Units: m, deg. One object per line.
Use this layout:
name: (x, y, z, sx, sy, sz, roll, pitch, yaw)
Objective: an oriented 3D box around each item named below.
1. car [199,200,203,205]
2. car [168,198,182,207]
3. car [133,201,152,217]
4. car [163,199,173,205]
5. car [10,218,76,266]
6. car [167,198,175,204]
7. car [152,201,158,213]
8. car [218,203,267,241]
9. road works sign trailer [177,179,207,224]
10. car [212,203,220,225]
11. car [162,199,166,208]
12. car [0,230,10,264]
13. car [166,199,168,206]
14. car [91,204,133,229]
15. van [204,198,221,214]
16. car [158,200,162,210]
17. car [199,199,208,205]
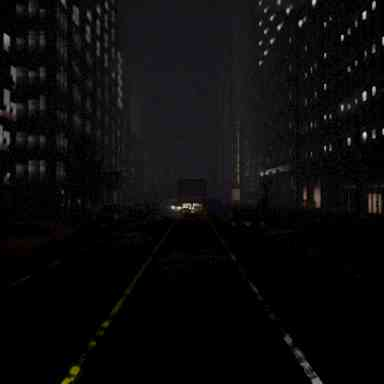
car: (2.680, 1.814, 51.933, 2.192, 1.841, 5.009, -1, -1, 0)
car: (-3.016, 2.190, 65.337, 1.994, 1.385, 4.181, 0, -1, 0)
car: (-5.698, 1.887, 34.881, 2.008, 1.369, 4.403, -1, -1, 0)
car: (-5.698, 2.322, 80.348, 2.008, 1.369, 4.403, -1, -1, 0)
car: (-5.698, 1.642, 11.978, 1.752, 1.417, 4.829, -1, -1, 0)
car: (-5.697, 2.462, 91.714, 1.802, 1.307, 4.206, -1, -1, 0)
car: (-5.698, 1.956, 40.564, 1.947, 1.339, 4.313, -1, -1, 0)
car: (2.681, 1.612, 17.832, 1.967, 1.590, 4.097, -1, -1, 0)
road works sign trailer: (0.004, 0.724, 26.928, 2.380, 3.560, 2.880, 0, -1, 0)
car: (2.682, 1.754, 23.684, 1.752, 1.417, 4.829, -1, -1, 0)
car: (-5.698, 2.050, 51.931, 2.008, 1.369, 4.403, -1, -1, 0)
car: (-5.699, 1.504, 6.465, 1.967, 1.590, 4.097, -1, -1, 0)
car: (-5.698, 2.136, 57.614, 1.802, 1.307, 4.206, -1, -1, 0)
car: (-5.699, 1.667, 23.515, 1.967, 1.590, 4.097, -1, -1, 0)
van: (2.681, 1.731, 40.566, 1.690, 1.788, 3.998, -1, -1, 0)
car: (-5.698, 1.990, 46.248, 1.887, 1.381, 4.507, -1, -1, 0)
car: (2.683, 2.322, 80.347, 2.008, 1.369, 4.403, -1, -1, 0)
